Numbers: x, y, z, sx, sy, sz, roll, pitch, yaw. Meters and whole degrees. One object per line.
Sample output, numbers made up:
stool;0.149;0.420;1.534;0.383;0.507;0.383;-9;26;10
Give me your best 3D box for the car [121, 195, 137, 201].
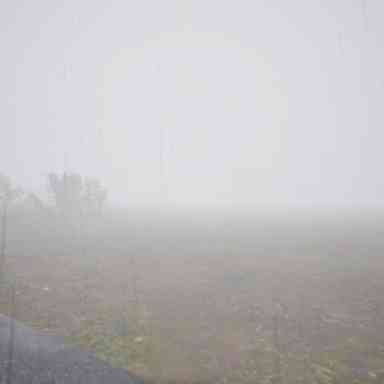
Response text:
car;-15.915;1.481;83.825;1.812;1.442;4.674;-1;-1;36
